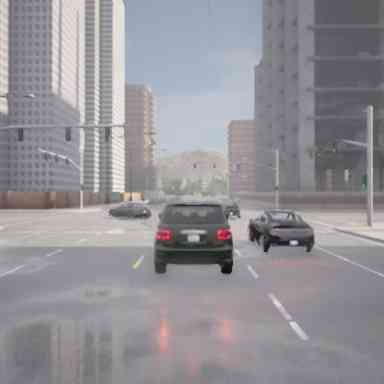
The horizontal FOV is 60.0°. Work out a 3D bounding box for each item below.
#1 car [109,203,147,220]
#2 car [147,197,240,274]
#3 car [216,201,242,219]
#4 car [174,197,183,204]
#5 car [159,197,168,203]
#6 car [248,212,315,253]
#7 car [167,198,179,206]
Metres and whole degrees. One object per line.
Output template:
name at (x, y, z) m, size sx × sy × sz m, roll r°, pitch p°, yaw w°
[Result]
car at (-5.737, 1.727, 30.648) m, size 4.181 × 1.385 × 1.994 m, roll 0°, pitch -1°, yaw 40°
car at (0.054, 1.276, 10.919) m, size 2.150 × 2.045 × 5.566 m, roll 0°, pitch -1°, yaw 0°
car at (3.459, 1.675, 31.916) m, size 1.837 × 1.490 × 4.892 m, roll 0°, pitch 0°, yaw 0°
car at (-3.245, 1.919, 79.031) m, size 1.837 × 1.490 × 4.892 m, roll 0°, pitch 0°, yaw 1°
car at (-6.743, 1.919, 79.150) m, size 1.837 × 1.490 × 4.892 m, roll 0°, pitch 0°, yaw 1°
car at (3.571, 1.567, 14.034) m, size 2.128 × 1.511 × 4.902 m, roll 0°, pitch 0°, yaw 0°
car at (-3.521, 1.842, 63.470) m, size 1.837 × 1.490 × 4.892 m, roll 0°, pitch 0°, yaw 1°
